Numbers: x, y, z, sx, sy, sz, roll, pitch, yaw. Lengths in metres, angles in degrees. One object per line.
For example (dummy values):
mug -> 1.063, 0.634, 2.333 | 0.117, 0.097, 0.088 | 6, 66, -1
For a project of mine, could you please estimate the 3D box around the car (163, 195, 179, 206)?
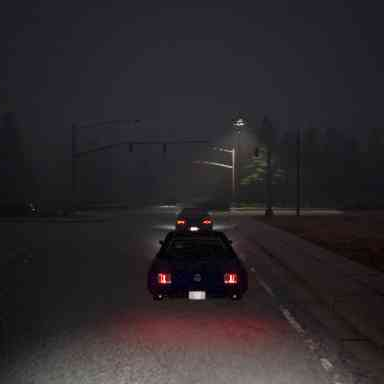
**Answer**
car -> -3.587, 1.546, 54.536 | 1.994, 1.385, 4.181 | 0, 0, 0

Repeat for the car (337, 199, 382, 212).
car -> 19.094, 1.531, 38.003 | 4.674, 1.442, 1.812 | 0, 0, 1

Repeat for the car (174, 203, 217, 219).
car -> 0.102, 1.517, 17.349 | 1.812, 1.442, 4.674 | 0, 0, 0

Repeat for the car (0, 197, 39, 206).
car -> -18.337, 1.374, 34.984 | 4.553, 1.767, 2.097 | 0, 0, 1

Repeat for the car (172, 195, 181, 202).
car -> -3.412, 1.452, 74.109 | 1.882, 1.535, 5.008 | 0, 0, 1

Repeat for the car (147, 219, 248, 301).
car -> 0.100, 1.599, 8.294 | 1.895, 1.301, 4.718 | 0, 0, 0

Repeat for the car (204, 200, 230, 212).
car -> 2.278, 1.565, 38.311 | 4.181, 1.385, 1.994 | 0, 0, 1

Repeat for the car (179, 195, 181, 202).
car -> -3.542, 1.542, 63.804 | 1.994, 1.385, 4.181 | 0, 0, 1
